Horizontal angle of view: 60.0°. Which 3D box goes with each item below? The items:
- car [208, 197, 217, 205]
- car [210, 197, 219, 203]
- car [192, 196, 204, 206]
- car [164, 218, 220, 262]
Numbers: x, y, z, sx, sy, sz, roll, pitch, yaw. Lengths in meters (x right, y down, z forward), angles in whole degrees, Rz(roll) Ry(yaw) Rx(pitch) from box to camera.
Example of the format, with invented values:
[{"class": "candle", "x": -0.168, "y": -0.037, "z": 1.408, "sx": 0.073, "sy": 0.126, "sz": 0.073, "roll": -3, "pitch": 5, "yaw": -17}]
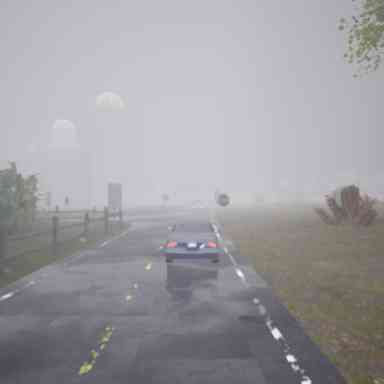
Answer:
[{"class": "car", "x": 4.968, "y": 2.293, "z": 79.763, "sx": 2.128, "sy": 1.511, "sz": 4.902, "roll": 0, "pitch": -1, "yaw": 7}, {"class": "car", "x": 6.164, "y": 2.145, "z": 89.700, "sx": 2.097, "sy": 1.767, "sz": 4.553, "roll": 0, "pitch": -1, "yaw": 7}, {"class": "car", "x": 1.253, "y": 1.929, "z": 71.912, "sx": 2.150, "sy": 2.045, "sz": 5.566, "roll": 0, "pitch": -1, "yaw": 7}, {"class": "car", "x": 0.028, "y": 1.678, "z": 12.571, "sx": 2.033, "sy": 1.411, "sz": 5.357, "roll": 0, "pitch": -1, "yaw": 1}]
